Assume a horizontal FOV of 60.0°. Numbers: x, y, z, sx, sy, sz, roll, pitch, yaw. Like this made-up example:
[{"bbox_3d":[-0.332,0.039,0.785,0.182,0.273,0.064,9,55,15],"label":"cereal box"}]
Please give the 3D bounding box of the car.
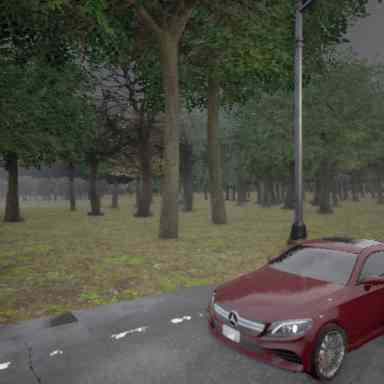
[{"bbox_3d":[2.393,1.536,5.564,4.674,1.442,1.812,0,0,-35],"label":"car"}]
